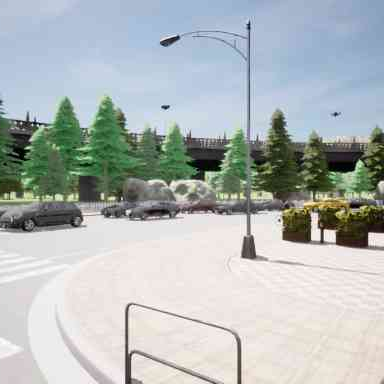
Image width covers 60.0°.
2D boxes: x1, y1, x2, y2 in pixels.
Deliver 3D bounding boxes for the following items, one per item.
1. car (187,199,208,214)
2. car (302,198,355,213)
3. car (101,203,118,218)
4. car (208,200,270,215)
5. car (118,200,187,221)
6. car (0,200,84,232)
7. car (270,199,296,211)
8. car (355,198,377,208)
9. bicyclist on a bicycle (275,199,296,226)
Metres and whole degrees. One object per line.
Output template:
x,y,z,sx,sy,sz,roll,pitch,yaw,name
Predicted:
0.809,1.470,34.699,4.674,1.442,1.812,0,0,-30,car
14.555,1.422,36.275,5.008,1.535,1.882,0,0,-7,car
-5.844,1.508,29.215,1.994,1.385,4.181,0,0,45,car
4.683,1.492,33.045,5.357,1.411,2.033,0,0,-26,car
-3.144,1.436,27.121,4.902,1.511,2.128,0,0,-44,car
-8.940,1.297,20.050,2.097,1.767,4.553,0,0,37,car
9.877,1.508,38.692,4.181,1.385,1.994,0,0,-14,car
19.671,1.436,40.197,4.902,1.511,2.128,0,0,0,car
5.581,1.245,19.574,0.582,1.620,1.656,0,0,-44,bicyclist on a bicycle
